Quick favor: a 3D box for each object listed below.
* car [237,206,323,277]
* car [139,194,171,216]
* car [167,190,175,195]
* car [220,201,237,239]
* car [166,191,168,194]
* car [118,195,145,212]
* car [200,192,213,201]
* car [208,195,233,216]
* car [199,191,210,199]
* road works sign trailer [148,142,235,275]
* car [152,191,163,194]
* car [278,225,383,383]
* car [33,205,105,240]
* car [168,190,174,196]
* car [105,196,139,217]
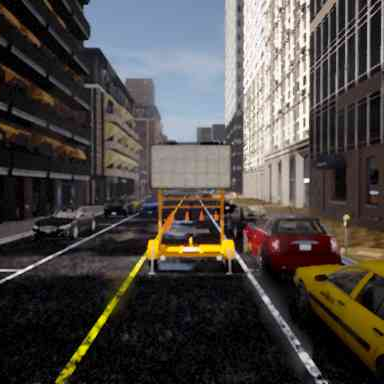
[{"bbox_3d":[2.664,1.293,9.770,1.967,1.590,4.097,0,1,0],"label":"car"},{"bbox_3d":[-3.176,1.137,27.856,2.033,1.411,5.357,0,1,0],"label":"car"},{"bbox_3d":[-5.951,0.208,94.468,2.008,1.369,4.403,0,1,0],"label":"car"},{"bbox_3d":[2.647,1.320,15.420,2.008,1.369,4.403,0,1,0],"label":"car"},{"bbox_3d":[-5.858,0.706,60.580,1.802,1.307,4.206,0,1,0],"label":"car"},{"bbox_3d":[-5.779,1.052,32.170,1.752,1.417,4.829,0,1,0],"label":"car"},{"bbox_3d":[2.538,0.747,54.955,1.887,1.381,4.507,0,1,0],"label":"car"},{"bbox_3d":[2.617,1.171,26.716,1.947,1.339,4.313,0,1,0],"label":"car"},{"bbox_3d":[2.507,0.595,66.252,2.008,1.369,4.403,0,1,0],"label":"car"},{"bbox_3d":[-0.027,0.315,9.907,2.380,3.560,2.880,0,1,0],"label":"road works sign trailer"},{"bbox_3d":[-5.842,0.644,54.930,1.967,1.590,4.097,0,1,0],"label":"car"},{"bbox_3d":[2.679,1.459,4.294,1.752,1.417,4.829,0,1,0],"label":"car"},{"bbox_3d":[-5.733,1.321,15.396,2.008,1.369,4.403,0,1,0],"label":"car"},{"bbox_3d":[-5.937,0.285,88.820,2.008,1.369,4.403,0,1,0],"label":"car"},{"bbox_3d":[-5.764,1.172,26.692,1.947,1.339,4.313,0,1,0],"label":"car"}]
